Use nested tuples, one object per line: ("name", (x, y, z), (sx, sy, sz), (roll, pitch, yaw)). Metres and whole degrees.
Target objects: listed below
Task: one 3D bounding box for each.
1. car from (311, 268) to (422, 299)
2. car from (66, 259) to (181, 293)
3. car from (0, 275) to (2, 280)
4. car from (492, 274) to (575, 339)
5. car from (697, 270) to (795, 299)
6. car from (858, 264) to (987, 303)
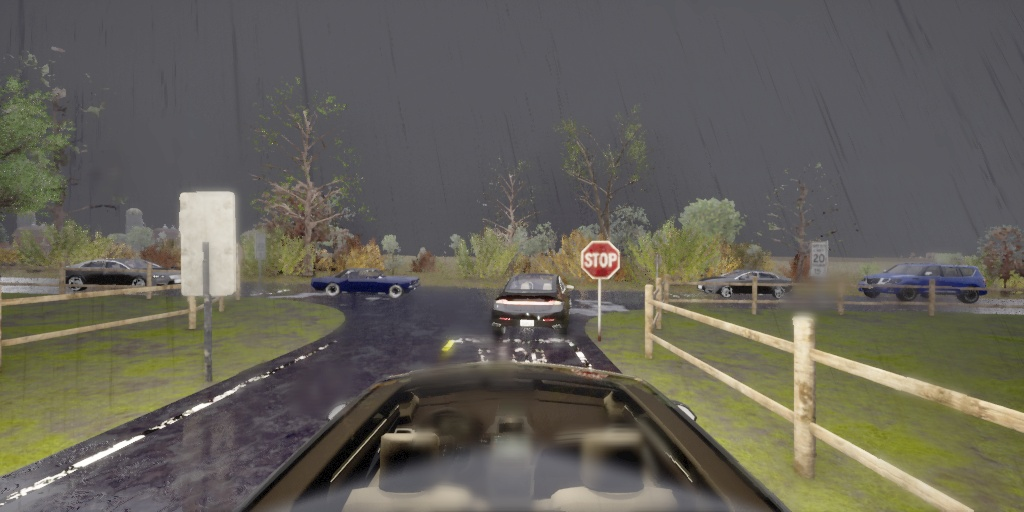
("car", (-6.813, 1.249, 17.201), (4.718, 1.301, 1.895), (1, 1, 0))
("car", (-18.481, 0.886, 17.225), (4.902, 1.511, 2.128), (1, 1, 0))
("car", (-27.784, 0.718, 17.238), (4.674, 1.442, 1.812), (1, 1, 0))
("car", (0.711, 1.240, 10.165), (2.128, 1.511, 4.902), (0, 0, 9))
("car", (13.015, 1.526, 20.116), (4.902, 1.511, 2.128), (1, 1, 0))
("car", (22.910, 1.467, 20.099), (5.566, 2.045, 2.150), (1, 1, 0))
